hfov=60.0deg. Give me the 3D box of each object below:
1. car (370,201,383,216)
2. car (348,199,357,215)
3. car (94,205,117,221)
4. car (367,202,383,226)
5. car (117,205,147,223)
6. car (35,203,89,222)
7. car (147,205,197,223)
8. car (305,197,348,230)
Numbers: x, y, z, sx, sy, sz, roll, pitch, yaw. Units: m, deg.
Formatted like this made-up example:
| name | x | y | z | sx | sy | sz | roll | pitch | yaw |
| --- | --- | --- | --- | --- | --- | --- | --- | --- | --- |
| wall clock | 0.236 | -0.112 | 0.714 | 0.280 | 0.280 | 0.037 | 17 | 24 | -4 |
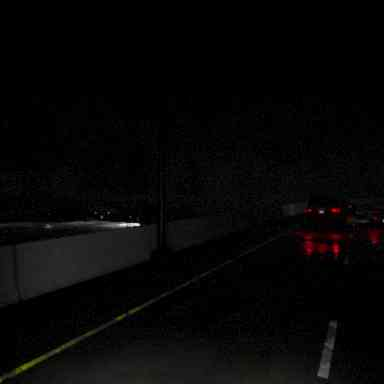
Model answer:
| name | x | y | z | sx | sy | sz | roll | pitch | yaw |
| --- | --- | --- | --- | --- | --- | --- | --- | --- | --- |
| car | 20.978 | 1.763 | 36.801 | 2.033 | 1.411 | 5.357 | 0 | -1 | 31 |
| car | 17.025 | 1.582 | 37.013 | 2.097 | 1.767 | 4.553 | 0 | -1 | 31 |
| car | -6.724 | 1.863 | 30.481 | 1.895 | 1.301 | 4.718 | 0 | -1 | 27 |
| car | 13.665 | 1.665 | 23.809 | 1.812 | 1.442 | 4.674 | 0 | 0 | 27 |
| car | -3.985 | 1.798 | 28.113 | 1.994 | 1.385 | 4.181 | 0 | -1 | 27 |
| car | -11.302 | 1.745 | 29.195 | 1.882 | 1.535 | 5.008 | 0 | -1 | 27 |
| car | -1.276 | 1.770 | 25.731 | 1.994 | 1.385 | 4.181 | 0 | -1 | 27 |
| car | 9.189 | 1.362 | 22.789 | 2.150 | 2.045 | 5.566 | 0 | -1 | 27 |
